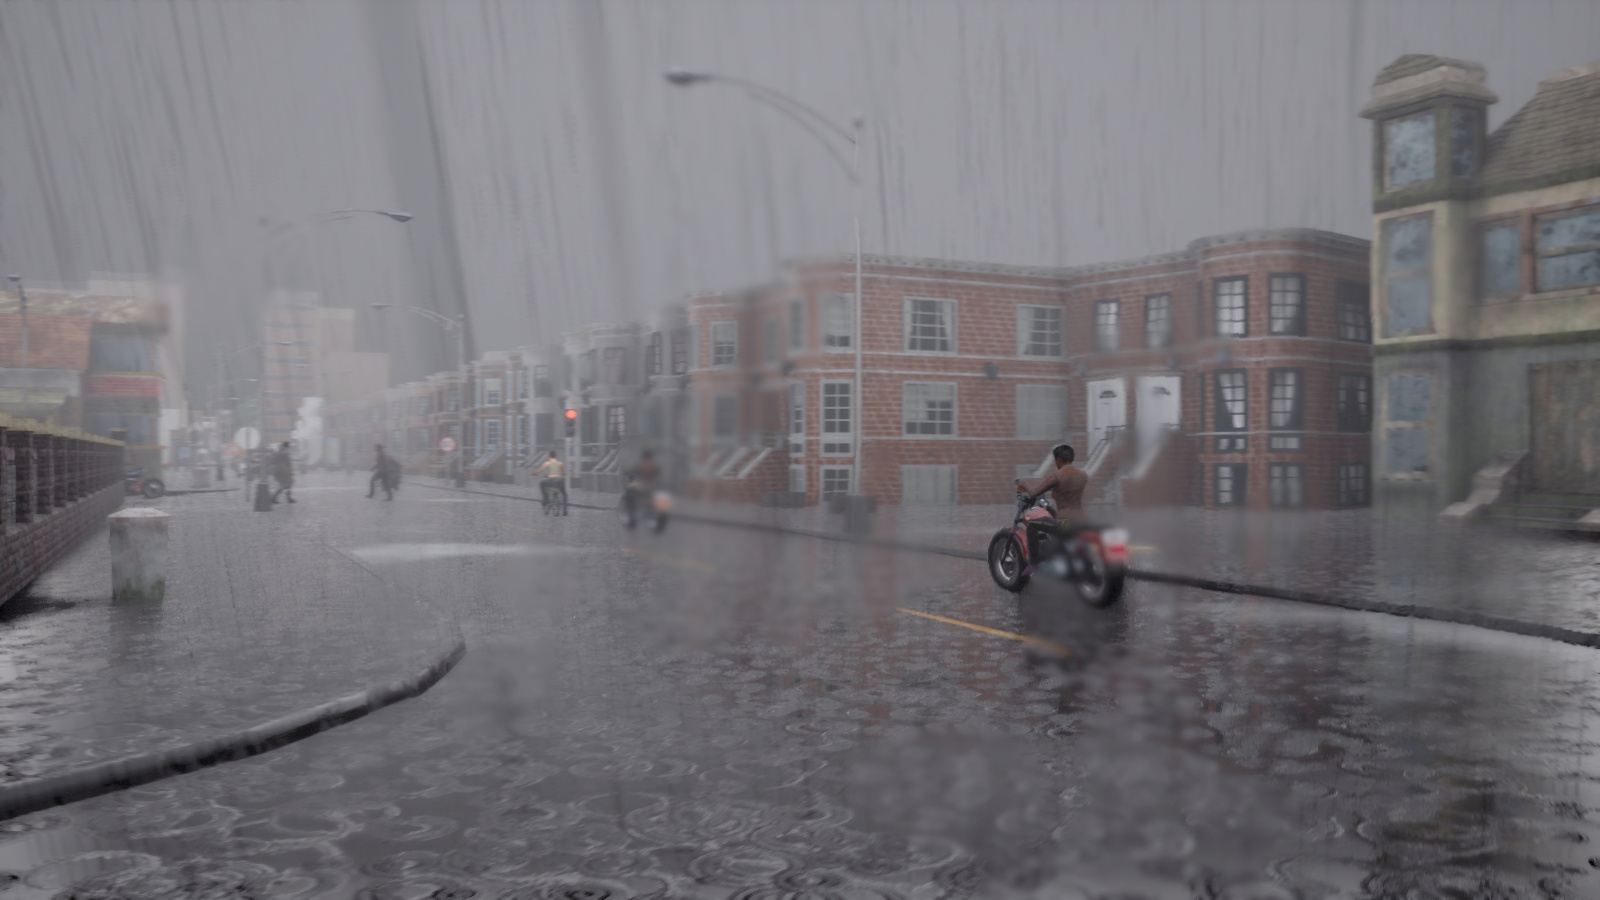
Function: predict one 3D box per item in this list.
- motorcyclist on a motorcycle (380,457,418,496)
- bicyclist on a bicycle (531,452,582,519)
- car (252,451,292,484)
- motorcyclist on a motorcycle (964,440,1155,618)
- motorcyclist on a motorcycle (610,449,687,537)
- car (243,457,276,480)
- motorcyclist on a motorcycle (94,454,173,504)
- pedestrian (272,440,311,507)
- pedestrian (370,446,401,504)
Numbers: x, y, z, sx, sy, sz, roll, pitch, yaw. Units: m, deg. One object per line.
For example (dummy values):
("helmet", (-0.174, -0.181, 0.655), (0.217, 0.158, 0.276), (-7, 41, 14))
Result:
("motorcyclist on a motorcycle", (-16.392, 1.081, 51.359), (0.866, 1.530, 2.191), (-2, 0, -2))
("bicyclist on a bicycle", (-6.003, 0.848, 30.908), (0.866, 1.612, 1.509), (0, 0, -25))
("car", (-30.501, 0.993, 72.475), (1.905, 1.878, 3.866), (0, 0, -26))
("motorcyclist on a motorcycle", (2.605, 0.746, 12.969), (0.766, 1.649, 2.350), (-1, 0, -21))
("motorcyclist on a motorcycle", (-3.007, 0.822, 24.734), (0.766, 1.649, 2.350), (0, 0, -26))
("car", (-37.128, 1.252, 86.222), (1.970, 1.475, 3.806), (0, 0, -26))
("motorcyclist on a motorcycle", (-22.653, 0.980, 42.712), (2.350, 1.649, 0.766), (0, 0, -26))
("pedestrian", (-14.964, 0.688, 36.932), (0.873, 1.952, 0.659), (0, 0, -45))
("pedestrian", (-13.025, 0.773, 39.491), (0.869, 1.805, 0.328), (0, 0, -3))
